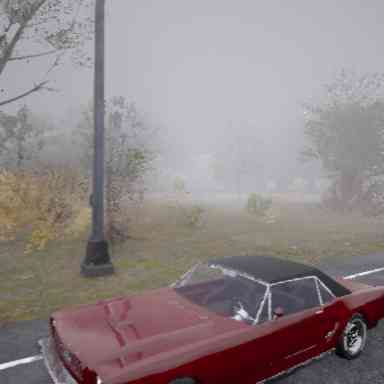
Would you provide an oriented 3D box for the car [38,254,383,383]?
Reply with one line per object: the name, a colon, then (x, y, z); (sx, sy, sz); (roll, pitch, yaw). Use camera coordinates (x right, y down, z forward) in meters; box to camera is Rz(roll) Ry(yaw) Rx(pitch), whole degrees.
car: (0.593, 1.628, 4.453); (4.718, 1.301, 1.895); (1, 0, -36)
